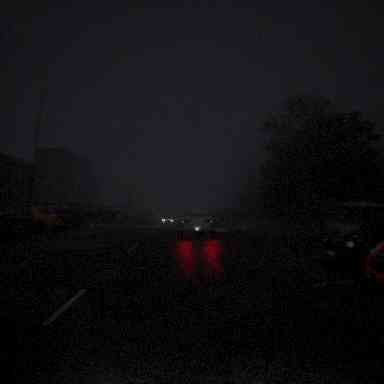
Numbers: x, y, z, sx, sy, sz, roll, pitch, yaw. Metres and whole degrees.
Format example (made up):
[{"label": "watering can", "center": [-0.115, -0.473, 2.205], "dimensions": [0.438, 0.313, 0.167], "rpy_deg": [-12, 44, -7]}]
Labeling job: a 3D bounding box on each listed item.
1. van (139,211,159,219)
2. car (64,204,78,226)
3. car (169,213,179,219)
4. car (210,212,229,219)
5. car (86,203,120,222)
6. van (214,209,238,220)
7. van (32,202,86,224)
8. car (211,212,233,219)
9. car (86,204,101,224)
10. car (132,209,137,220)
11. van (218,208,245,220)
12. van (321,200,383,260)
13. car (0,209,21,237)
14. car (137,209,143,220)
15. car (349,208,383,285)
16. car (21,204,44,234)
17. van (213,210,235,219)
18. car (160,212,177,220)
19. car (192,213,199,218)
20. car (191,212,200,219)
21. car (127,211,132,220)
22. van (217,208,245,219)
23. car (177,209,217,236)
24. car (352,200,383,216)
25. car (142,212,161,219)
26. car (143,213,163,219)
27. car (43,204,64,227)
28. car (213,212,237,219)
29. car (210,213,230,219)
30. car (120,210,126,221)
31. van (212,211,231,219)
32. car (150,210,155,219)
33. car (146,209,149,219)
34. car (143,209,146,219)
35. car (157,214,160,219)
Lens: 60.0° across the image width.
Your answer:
[{"label": "van", "center": [-10.505, 5.541, 80.512], "dimensions": [4.442, 1.987, 1.878], "rpy_deg": [1, -5, -19]}, {"label": "car", "center": [-11.330, 1.882, 24.877], "dimensions": [4.892, 1.521, 2.231], "rpy_deg": [0, -3, -20]}, {"label": "car", "center": [-4.210, 5.746, 79.302], "dimensions": [1.994, 1.385, 4.181], "rpy_deg": [0, -4, 1]}, {"label": "car", "center": [7.301, 6.299, 88.970], "dimensions": [4.553, 1.767, 2.185], "rpy_deg": [2, -5, -19]}, {"label": "car", "center": [-11.195, 2.293, 36.599], "dimensions": [5.566, 2.045, 2.435], "rpy_deg": [1, -4, -19]}, {"label": "van", "center": [6.928, 4.635, 68.395], "dimensions": [4.442, 1.987, 1.878], "rpy_deg": [2, -4, -19]}, {"label": "van", "center": [-11.411, 1.790, 27.769], "dimensions": [4.442, 1.987, 1.878], "rpy_deg": [0, -2, -20]}, {"label": "car", "center": [7.193, 5.750, 80.164], "dimensions": [4.892, 1.521, 2.231], "rpy_deg": [2, -5, -19]}, {"label": "car", "center": [-11.266, 2.171, 30.715], "dimensions": [4.892, 1.521, 2.231], "rpy_deg": [0, -3, -19]}, {"label": "car", "center": [-11.248, 3.382, 48.219], "dimensions": [5.366, 1.575, 1.946], "rpy_deg": [1, -4, -19]}, {"label": "van", "center": [7.017, 3.995, 59.673], "dimensions": [4.442, 1.987, 1.878], "rpy_deg": [2, -5, -19]}, {"label": "van", "center": [6.306, 1.303, 10.844], "dimensions": [4.442, 1.987, 1.878], "rpy_deg": [1, -1, -20]}, {"label": "car", "center": [-11.384, 1.595, 16.106], "dimensions": [5.008, 1.535, 2.097], "rpy_deg": [0, -1, -20]}, {"label": "car", "center": [-11.163, 3.804, 54.064], "dimensions": [5.366, 1.575, 1.946], "rpy_deg": [1, -4, -19]}, {"label": "car", "center": [6.440, 1.385, 7.901], "dimensions": [4.553, 1.767, 2.185], "rpy_deg": [1, 0, -20]}, {"label": "car", "center": [-11.367, 1.671, 19.032], "dimensions": [4.892, 1.521, 2.231], "rpy_deg": [0, -2, -20]}, {"label": "van", "center": [7.229, 5.084, 74.350], "dimensions": [4.442, 1.987, 1.878], "rpy_deg": [2, -5, -19]}, {"label": "car", "center": [-4.458, 4.522, 63.624], "dimensions": [1.837, 1.490, 4.892], "rpy_deg": [0, -4, 1]}, {"label": "car", "center": [1.012, 6.768, 94.730], "dimensions": [1.994, 1.385, 4.181], "rpy_deg": [0, -4, 1]}, {"label": "car", "center": [0.868, 5.953, 84.694], "dimensions": [2.097, 1.767, 4.553], "rpy_deg": [0, -4, 1]}, {"label": "car", "center": [-11.138, 3.204, 45.339], "dimensions": [4.792, 1.488, 2.163], "rpy_deg": [1, -4, -19]}, {"label": "van", "center": [6.757, 3.772, 56.651], "dimensions": [4.442, 1.987, 1.878], "rpy_deg": [2, -4, -19]}, {"label": "car", "center": [0.373, 1.728, 19.385], "dimensions": [1.812, 1.442, 4.674], "rpy_deg": [0, -2, 3]}, {"label": "car", "center": [19.761, 1.623, 35.106], "dimensions": [5.008, 1.535, 1.882], "rpy_deg": [-2, -3, -14]}, {"label": "car", "center": [-10.559, 6.088, 86.305], "dimensions": [4.553, 1.767, 2.185], "rpy_deg": [1, -5, -19]}, {"label": "car", "center": [-10.491, 6.440, 89.226], "dimensions": [4.892, 1.521, 2.231], "rpy_deg": [1, -5, -19]}, {"label": "car", "center": [-11.516, 1.762, 21.887], "dimensions": [5.366, 1.575, 1.946], "rpy_deg": [0, -2, -20]}, {"label": "car", "center": [7.071, 5.123, 71.357], "dimensions": [4.674, 1.452, 2.002], "rpy_deg": [2, -5, -19]}, {"label": "car", "center": [7.313, 6.230, 86.043], "dimensions": [4.792, 1.488, 2.163], "rpy_deg": [2, -5, -19]}, {"label": "car", "center": [-11.010, 2.751, 39.562], "dimensions": [5.366, 1.575, 1.946], "rpy_deg": [1, -4, -19]}, {"label": "van", "center": [7.352, 5.754, 83.160], "dimensions": [4.442, 1.987, 1.878], "rpy_deg": [2, -5, -19]}, {"label": "car", "center": [-10.849, 4.415, 65.834], "dimensions": [5.566, 2.045, 2.435], "rpy_deg": [1, -4, -19]}, {"label": "car", "center": [-10.896, 4.237, 59.977], "dimensions": [4.892, 1.521, 2.231], "rpy_deg": [1, -4, -19]}, {"label": "car", "center": [-10.913, 4.052, 57.056], "dimensions": [4.792, 1.488, 2.163], "rpy_deg": [1, -5, -19]}, {"label": "car", "center": [-10.646, 5.542, 77.527], "dimensions": [5.008, 1.535, 2.097], "rpy_deg": [1, -4, -19]}]
